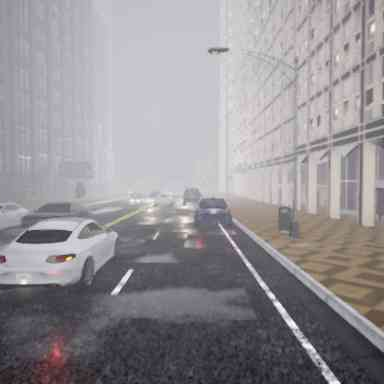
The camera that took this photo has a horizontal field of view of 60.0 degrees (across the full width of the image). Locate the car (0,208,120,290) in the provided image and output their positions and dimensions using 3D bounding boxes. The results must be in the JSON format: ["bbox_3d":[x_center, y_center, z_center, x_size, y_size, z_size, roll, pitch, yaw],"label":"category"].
[{"bbox_3d":[-3.149,1.382,8.537,1.812,1.442,4.674,0,1,0],"label":"car"}]

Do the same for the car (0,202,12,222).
[{"bbox_3d":[-9.846,1.247,16.654,1.812,1.442,4.674,0,1,0],"label":"car"}]

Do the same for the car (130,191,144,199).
[{"bbox_3d":[-9.779,0.490,59.230,2.128,1.511,4.902,0,1,1],"label":"car"}]

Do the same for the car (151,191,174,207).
[{"bbox_3d":[-3.150,0.890,37.844,1.812,1.442,4.674,0,1,0],"label":"car"}]

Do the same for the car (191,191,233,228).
[{"bbox_3d":[1.137,1.023,19.653,2.097,1.767,4.553,0,1,0],"label":"car"}]

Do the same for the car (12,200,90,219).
[{"bbox_3d":[-6.596,1.200,16.613,1.882,1.535,5.008,0,1,0],"label":"car"}]

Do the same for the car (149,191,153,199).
[{"bbox_3d":[-6.528,0.476,59.152,1.882,1.535,5.008,0,1,0],"label":"car"}]

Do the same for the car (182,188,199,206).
[{"bbox_3d":[0.012,0.560,39.397,2.150,2.045,5.566,0,1,0],"label":"car"}]

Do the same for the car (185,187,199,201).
[{"bbox_3d":[0.002,0.313,53.721,2.150,2.045,5.566,0,1,0],"label":"car"}]
